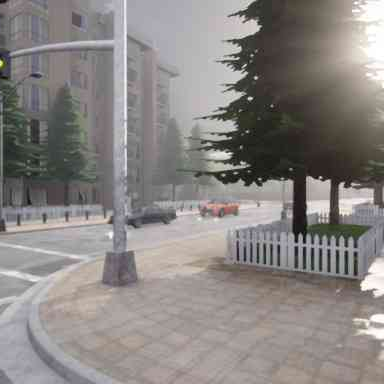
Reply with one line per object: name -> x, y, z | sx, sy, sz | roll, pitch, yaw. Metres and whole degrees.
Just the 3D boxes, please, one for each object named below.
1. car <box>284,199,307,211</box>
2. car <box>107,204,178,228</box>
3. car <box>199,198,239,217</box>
car -> 11.951, 1.536, 38.450 | 1.812, 1.442, 4.674 | 0, 0, 33
car -> -3.135, 1.556, 22.479 | 2.033, 1.411, 5.357 | 0, 0, 34
car -> 2.586, 1.360, 31.021 | 2.097, 1.767, 4.553 | 0, 0, 34
